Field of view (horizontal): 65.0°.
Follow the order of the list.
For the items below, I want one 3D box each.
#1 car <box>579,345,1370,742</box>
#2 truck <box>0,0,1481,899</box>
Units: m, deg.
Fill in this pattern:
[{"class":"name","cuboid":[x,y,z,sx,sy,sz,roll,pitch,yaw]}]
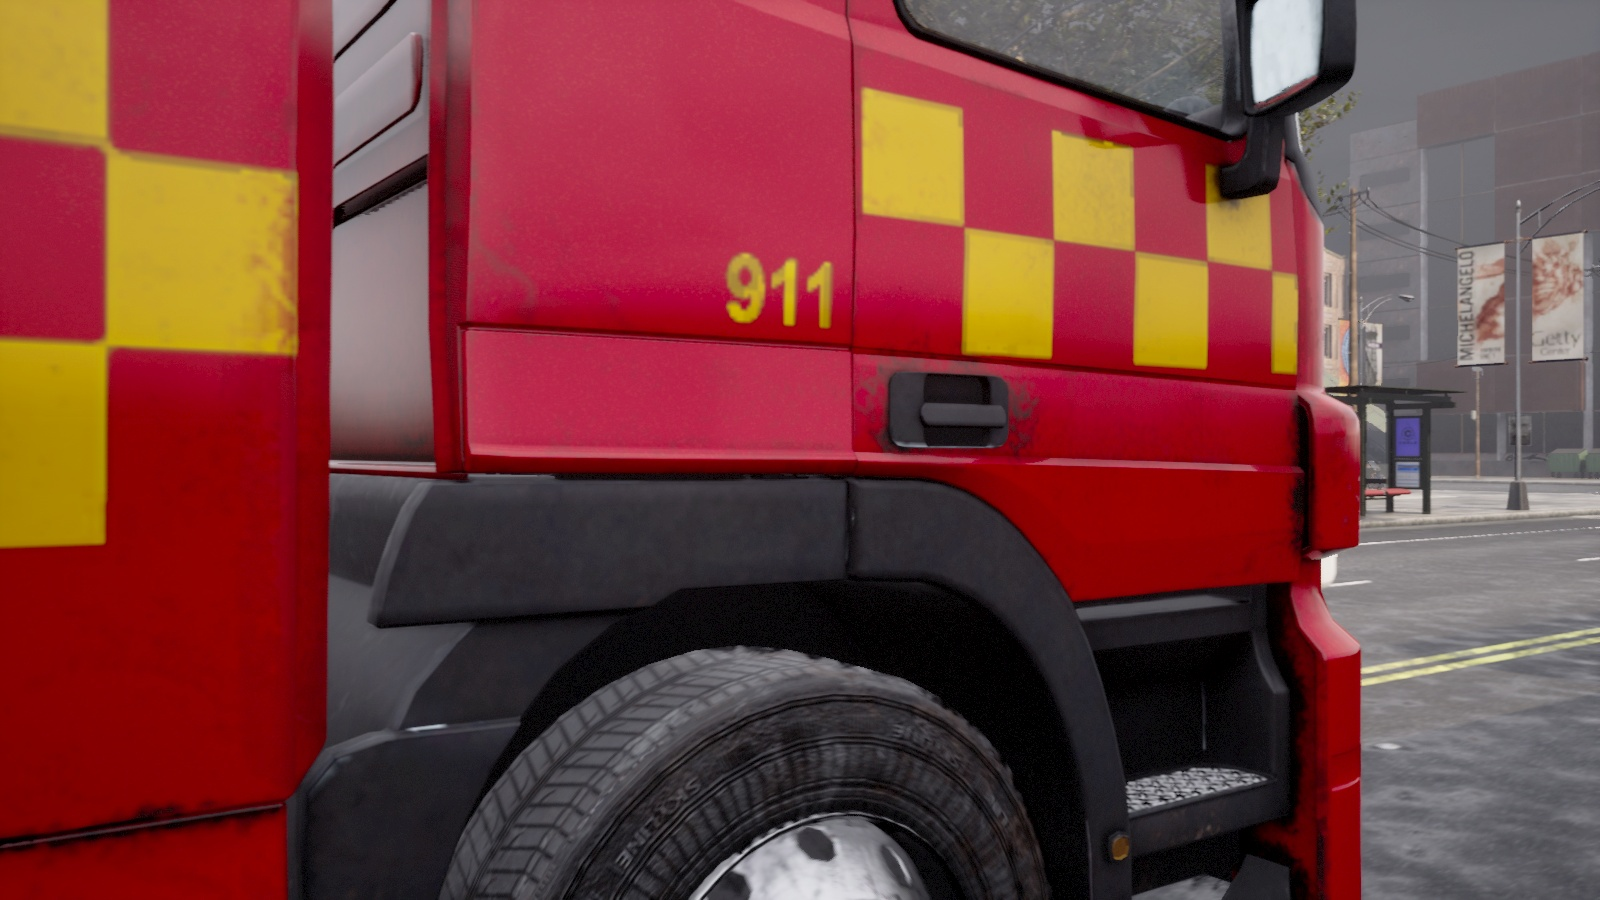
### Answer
[{"class":"car","cuboid":[1.455,0.483,8.927,5.566,2.045,2.150,0,0,-34]},{"class":"truck","cuboid":[-2.652,-0.410,1.817,8.468,3.827,2.891,0,0,-35]}]
